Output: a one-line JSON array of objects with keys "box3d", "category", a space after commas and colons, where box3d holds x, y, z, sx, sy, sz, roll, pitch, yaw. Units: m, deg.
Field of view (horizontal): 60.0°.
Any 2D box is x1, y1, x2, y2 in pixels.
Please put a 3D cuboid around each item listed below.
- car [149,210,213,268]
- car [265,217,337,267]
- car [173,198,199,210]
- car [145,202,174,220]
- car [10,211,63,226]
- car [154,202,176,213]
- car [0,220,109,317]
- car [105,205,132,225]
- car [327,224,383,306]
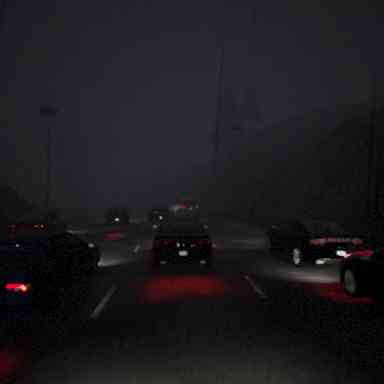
[{"box3d": [-0.416, 1.636, 12.029, 1.882, 1.535, 5.008, 0, -1, -4], "category": "car"}, {"box3d": [4.149, 1.655, 12.147, 1.882, 1.535, 5.008, 0, -1, -4], "category": "car"}, {"box3d": [-0.802, 1.693, 35.682, 2.150, 2.045, 5.566, 0, 0, -15], "category": "car"}, {"box3d": [-3.085, 1.891, 29.994, 1.837, 1.490, 4.892, 1, -1, -12], "category": "car"}, {"box3d": [-8.019, 1.731, 17.585, 1.812, 1.442, 4.674, 0, -1, -7], "category": "car"}, {"box3d": [-3.876, 2.132, 46.900, 1.812, 1.442, 4.674, 0, -1, -21], "category": "car"}, {"box3d": [-3.610, 1.641, 7.908, 2.033, 1.411, 5.357, 0, -1, -3], "category": "car"}, {"box3d": [-6.082, 1.845, 27.337, 1.837, 1.490, 4.892, 1, -1, -11], "category": "car"}, {"box3d": [4.478, 1.603, 6.031, 1.837, 1.490, 4.892, 0, -1, -2], "category": "car"}]
